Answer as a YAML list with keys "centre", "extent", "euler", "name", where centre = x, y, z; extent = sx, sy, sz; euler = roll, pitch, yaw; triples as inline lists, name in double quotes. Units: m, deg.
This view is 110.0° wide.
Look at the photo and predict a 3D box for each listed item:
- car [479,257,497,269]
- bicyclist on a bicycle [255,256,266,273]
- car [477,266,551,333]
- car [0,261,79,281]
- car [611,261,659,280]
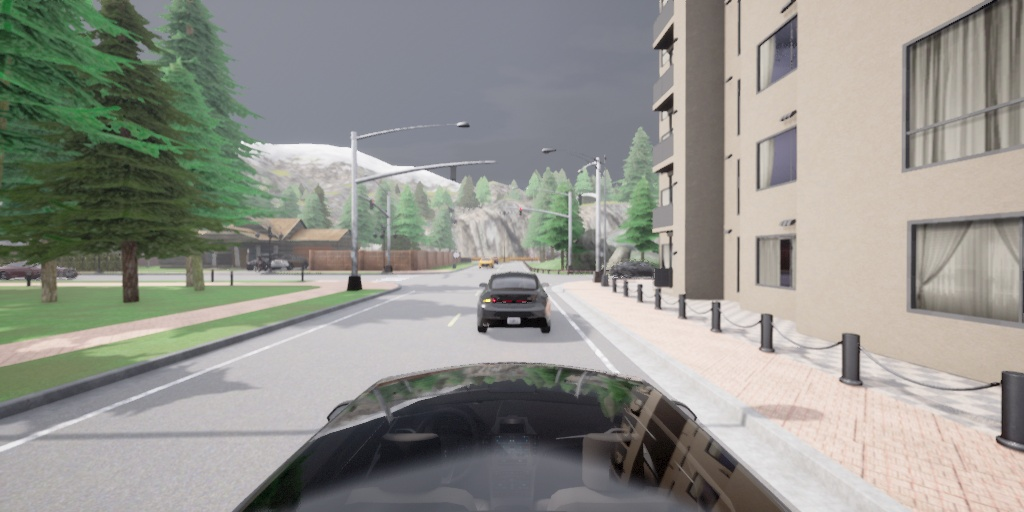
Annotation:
- centre: [-3.565, 0.940, 50.391]
  extent: [1.882, 1.535, 5.008]
  euler: [0, 1, 0]
  name: "car"
- centre: [-24.547, 0.820, 35.026]
  extent: [0.582, 1.620, 1.656]
  euler: [0, 0, -1]
  name: "bicyclist on a bicycle"
- centre: [0.062, 1.203, 10.528]
  extent: [1.837, 1.490, 4.892]
  euler: [0, 0, 0]
  name: "car"
- centre: [-36.096, 1.110, 27.275]
  extent: [4.674, 1.442, 1.812]
  euler: [0, 0, -1]
  name: "car"
- centre: [10.322, 1.131, 28.726]
  extent: [4.674, 1.442, 1.812]
  euler: [0, 0, 1]
  name: "car"
